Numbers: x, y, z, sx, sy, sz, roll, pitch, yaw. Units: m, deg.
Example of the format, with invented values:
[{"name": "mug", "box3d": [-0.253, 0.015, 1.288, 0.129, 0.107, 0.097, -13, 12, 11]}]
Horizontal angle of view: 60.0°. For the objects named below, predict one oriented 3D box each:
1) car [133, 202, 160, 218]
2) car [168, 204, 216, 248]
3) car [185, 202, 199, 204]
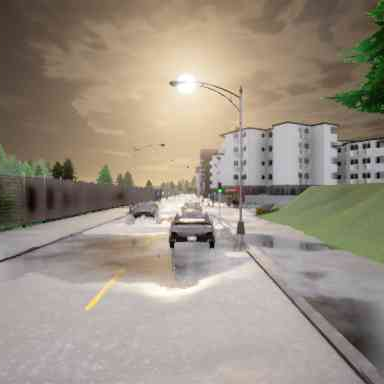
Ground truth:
[{"name": "car", "box3d": [-4.000, 1.600, 30.000, 2.033, 1.411, 5.357, 0, 0, 0]}, {"name": "car", "box3d": [0.000, 1.493, 14.650, 2.128, 1.511, 4.902, 0, 0, 0]}, {"name": "car", "box3d": [0.000, 1.561, 29.650, 2.033, 1.411, 5.357, 0, 0, 0]}]
